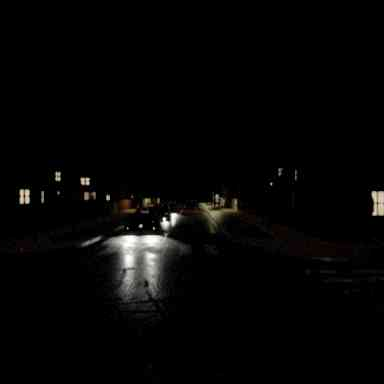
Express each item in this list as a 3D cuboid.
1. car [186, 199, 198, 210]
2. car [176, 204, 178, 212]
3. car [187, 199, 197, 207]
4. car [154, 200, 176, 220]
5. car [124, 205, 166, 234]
[{"bbox_3d":[0.007,1.888,51.171,1.882,1.535,5.008,0,-1,0],"label":"car"},{"bbox_3d":[-2.830,1.811,42.145,2.128,1.511,4.902,0,0,0],"label":"car"},{"bbox_3d":[0.009,2.056,61.589,1.812,1.442,4.674,0,-1,0],"label":"car"},{"bbox_3d":[-2.843,1.763,30.494,2.033,1.411,5.357,0,0,0],"label":"car"},{"bbox_3d":[-2.855,1.702,20.254,1.994,1.385,4.181,0,0,-1],"label":"car"}]
